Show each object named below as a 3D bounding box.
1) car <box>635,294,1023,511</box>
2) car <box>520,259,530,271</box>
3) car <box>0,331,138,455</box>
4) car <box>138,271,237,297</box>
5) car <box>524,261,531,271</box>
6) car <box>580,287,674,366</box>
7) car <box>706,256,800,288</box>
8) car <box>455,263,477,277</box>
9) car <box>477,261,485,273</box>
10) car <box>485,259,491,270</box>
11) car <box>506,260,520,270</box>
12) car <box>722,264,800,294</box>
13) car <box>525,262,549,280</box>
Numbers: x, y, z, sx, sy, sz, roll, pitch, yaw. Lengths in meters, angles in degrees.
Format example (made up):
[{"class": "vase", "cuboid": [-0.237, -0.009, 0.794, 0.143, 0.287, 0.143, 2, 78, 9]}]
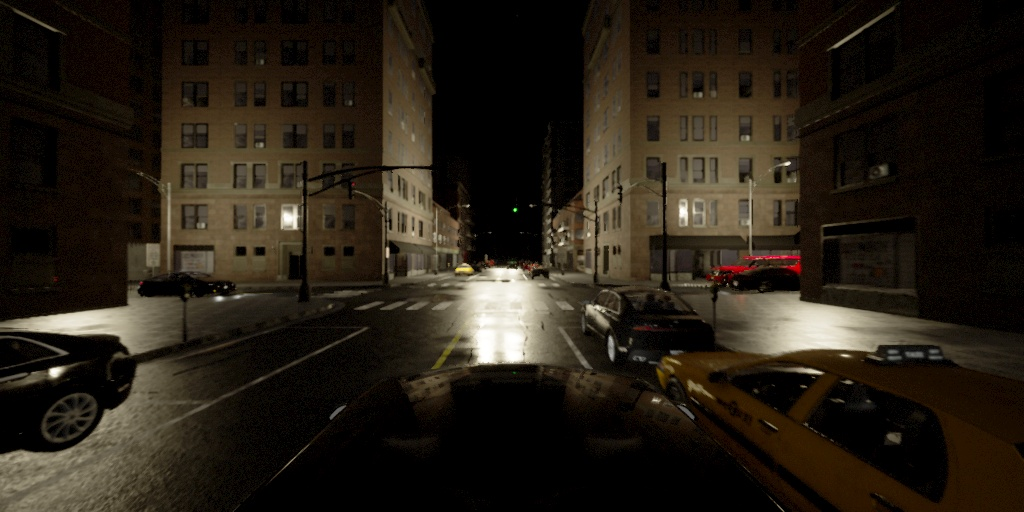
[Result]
[{"class": "car", "cuboid": [2.645, 1.281, 2.644, 1.751, 1.417, 4.829, 0, 0, 0]}, {"class": "car", "cuboid": [2.659, 1.568, 57.482, 1.967, 1.591, 4.097, 0, 0, 0]}, {"class": "car", "cuboid": [-5.390, 1.305, 2.476, 2.007, 1.370, 4.403, 0, 0, 0]}, {"class": "car", "cuboid": [-17.584, 1.524, 19.532, 4.181, 1.385, 1.994, 0, 0, 0]}, {"class": "car", "cuboid": [2.652, 1.597, 40.437, 1.802, 1.307, 4.207, 0, 0, 0]}, {"class": "car", "cuboid": [2.642, 1.343, 7.880, 2.007, 1.370, 4.403, 0, 0, 0]}, {"class": "car", "cuboid": [15.341, 1.023, 22.525, 5.566, 2.045, 2.150, 0, 0, 0]}, {"class": "car", "cuboid": [-5.373, 1.539, 40.269, 1.751, 1.417, 4.829, 0, 0, 0]}, {"class": "car", "cuboid": [-5.369, 1.655, 51.801, 1.948, 1.339, 4.313, 0, 0, 0]}, {"class": "car", "cuboid": [-5.364, 1.715, 63.163, 2.007, 1.370, 4.403, 0, 0, 0]}, {"class": "car", "cuboid": [0.024, 1.774, 64.429, 1.895, 1.301, 4.718, 0, 0, 0]}, {"class": "car", "cuboid": [14.376, 1.312, 19.438, 4.674, 1.442, 1.812, 0, 0, -2]}, {"class": "car", "cuboid": [2.650, 1.527, 34.755, 2.007, 1.370, 4.403, 0, 0, 0]}]
